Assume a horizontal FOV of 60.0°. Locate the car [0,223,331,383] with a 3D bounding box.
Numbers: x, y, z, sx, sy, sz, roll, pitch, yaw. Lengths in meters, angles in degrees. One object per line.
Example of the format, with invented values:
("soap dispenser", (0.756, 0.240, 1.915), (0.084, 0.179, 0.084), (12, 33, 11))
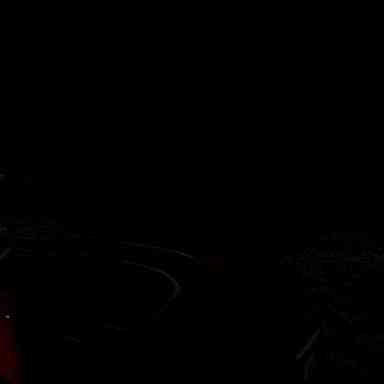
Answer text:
("car", (-1.110, 1.295, 3.752), (5.009, 1.841, 2.192), (0, 0, 36))
